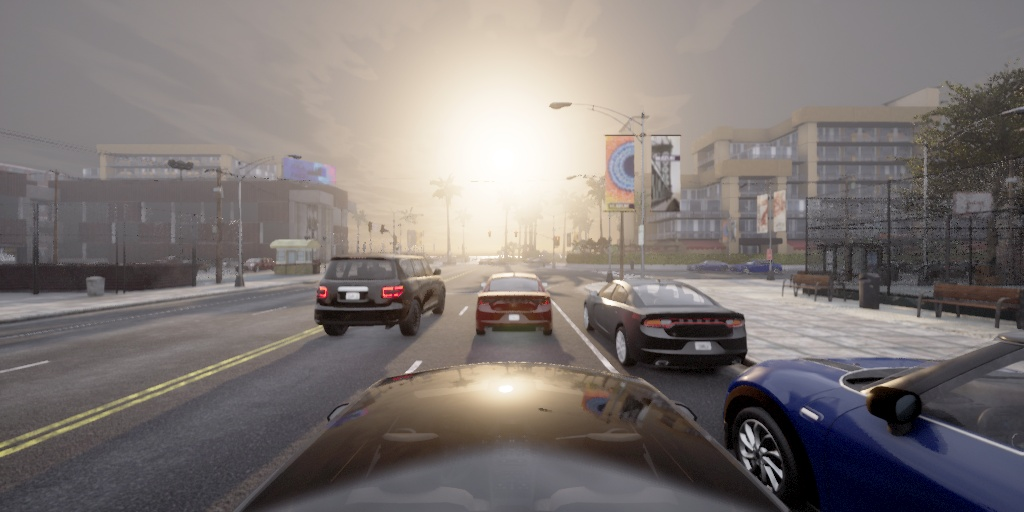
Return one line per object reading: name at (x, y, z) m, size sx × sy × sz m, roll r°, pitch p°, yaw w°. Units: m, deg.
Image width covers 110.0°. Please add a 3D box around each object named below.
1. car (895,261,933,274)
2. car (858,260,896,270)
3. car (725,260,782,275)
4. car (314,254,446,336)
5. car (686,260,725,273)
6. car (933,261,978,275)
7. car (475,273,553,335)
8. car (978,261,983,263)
car at (45.149, 1.250, 38.770) m, size 4.892 × 1.490 × 1.837 m, roll 0°, pitch 0°, yaw -1°
car at (43.834, 1.184, 42.271) m, size 5.008 × 1.535 × 1.882 m, roll 0°, pitch 0°, yaw 0°
car at (26.281, 1.187, 38.699) m, size 5.008 × 1.535 × 1.882 m, roll 0°, pitch 0°, yaw 0°
car at (-3.437, 0.962, 10.474) m, size 2.150 × 2.045 × 5.566 m, roll 0°, pitch 0°, yaw 0°
car at (23.026, 1.232, 42.172) m, size 4.674 × 1.442 × 1.812 m, roll 0°, pitch 0°, yaw 0°
car at (45.182, 1.219, 35.270) m, size 4.892 × 1.490 × 1.837 m, roll 0°, pitch 0°, yaw -1°
car at (0.064, 1.218, 10.460) m, size 1.882 × 1.535 × 5.008 m, roll 0°, pitch 0°, yaw 0°
car at (45.183, 1.069, 31.770) m, size 4.553 × 1.767 × 2.097 m, roll 0°, pitch 0°, yaw -1°
